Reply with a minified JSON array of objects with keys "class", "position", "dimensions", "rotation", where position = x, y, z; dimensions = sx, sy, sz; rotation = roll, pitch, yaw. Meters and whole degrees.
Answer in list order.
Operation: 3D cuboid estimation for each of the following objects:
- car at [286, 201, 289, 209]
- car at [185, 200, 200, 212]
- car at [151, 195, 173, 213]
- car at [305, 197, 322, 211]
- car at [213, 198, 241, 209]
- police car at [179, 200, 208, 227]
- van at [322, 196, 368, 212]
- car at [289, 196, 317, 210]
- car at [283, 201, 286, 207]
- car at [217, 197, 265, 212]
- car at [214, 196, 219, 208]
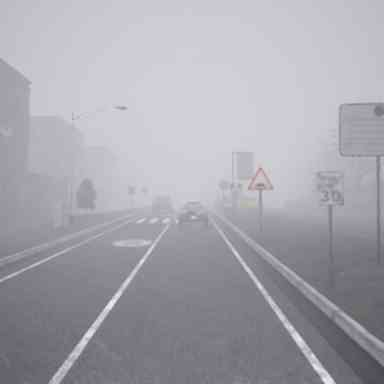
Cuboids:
[{"class":"car","position":[18.415,1.978,53.609],"dimensions":[4.892,1.521,2.231],"rotation":[0,-2,-1]},{"class":"car","position":[0.060,1.740,42.172],"dimensions":[1.812,1.442,4.674],"rotation":[0,-1,0]},{"class":"car","position":[-3.375,1.368,38.554],"dimensions":[2.150,2.045,5.566],"rotation":[0,-1,0]},{"class":"car","position":[18.688,1.750,45.105],"dimensions":[5.366,1.575,1.946],"rotation":[0,-1,0]},{"class":"car","position":[6.124,1.997,58.294],"dimensions":[4.553,1.767,2.185],"rotation":[0,-2,-1]},{"class":"police car","position":[0.094,1.505,23.500],"dimensions":[2.038,1.542,4.974],"rotation":[0,-1,0]},{"class":"van","position":[18.430,1.419,39.652],"dimensions":[4.442,1.987,1.878],"rotation":[0,-1,0]},{"class":"car","position":[18.428,1.642,50.825],"dimensions":[5.566,2.045,2.435],"rotation":[0,-2,-1]},{"class":"car","position":[18.359,1.810,56.284],"dimensions":[5.566,2.045,2.435],"rotation":[0,-2,-1]},{"class":"car","position":[6.089,1.650,40.197],"dimensions":[5.366,1.575,1.946],"rotation":[0,-1,0]},{"class":"car","position":[6.197,1.684,52.347],"dimensions":[5.566,2.045,2.435],"rotation":[0,-2,-1]}]
